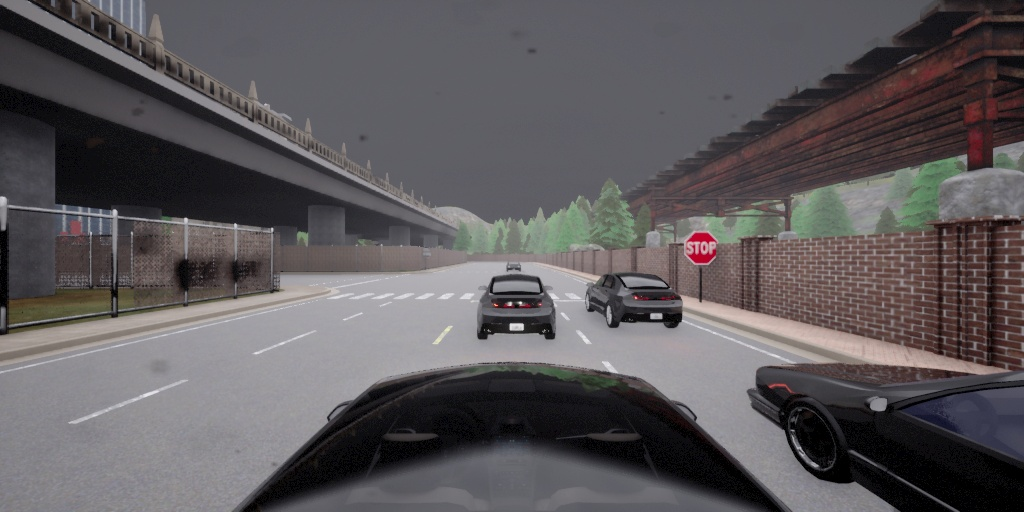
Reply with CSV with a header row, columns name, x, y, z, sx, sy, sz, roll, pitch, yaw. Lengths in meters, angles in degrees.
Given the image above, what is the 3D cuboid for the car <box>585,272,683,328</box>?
name,x,y,z,sx,sy,sz,roll,pitch,yaw
car,3.606,1.255,11.355,1.837,1.490,4.892,0,0,0

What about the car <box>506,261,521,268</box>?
name,x,y,z,sx,sy,sz,roll,pitch,yaw
car,0.209,1.351,46.282,1.895,1.301,4.718,0,0,-1

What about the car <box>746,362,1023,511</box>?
name,x,y,z,sx,sy,sz,roll,pitch,yaw
car,3.600,1.297,1.609,2.033,1.411,5.357,0,0,0

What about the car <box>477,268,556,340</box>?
name,x,y,z,sx,sy,sz,roll,pitch,yaw
car,0.103,1.255,9.998,1.837,1.490,4.892,0,0,0
